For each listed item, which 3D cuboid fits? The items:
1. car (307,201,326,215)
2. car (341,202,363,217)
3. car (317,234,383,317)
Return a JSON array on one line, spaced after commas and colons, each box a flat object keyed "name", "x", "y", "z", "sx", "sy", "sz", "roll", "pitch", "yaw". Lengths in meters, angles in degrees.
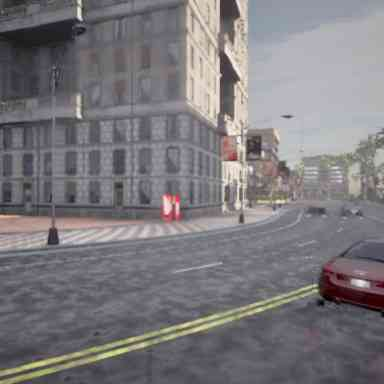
[{"name": "car", "x": 14.936, "y": 1.841, "z": 39.863, "sx": 1.882, "sy": 1.535, "sz": 5.008, "roll": 0, "pitch": -1, "yaw": 20}, {"name": "car", "x": 17.239, "y": 1.831, "z": 35.952, "sx": 2.128, "sy": 1.511, "sz": 4.902, "roll": 0, "pitch": -1, "yaw": 20}, {"name": "car", "x": 4.561, "y": 1.637, "z": 7.336, "sx": 4.181, "sy": 1.385, "sz": 1.994, "roll": 0, "pitch": -1, "yaw": -41}]
